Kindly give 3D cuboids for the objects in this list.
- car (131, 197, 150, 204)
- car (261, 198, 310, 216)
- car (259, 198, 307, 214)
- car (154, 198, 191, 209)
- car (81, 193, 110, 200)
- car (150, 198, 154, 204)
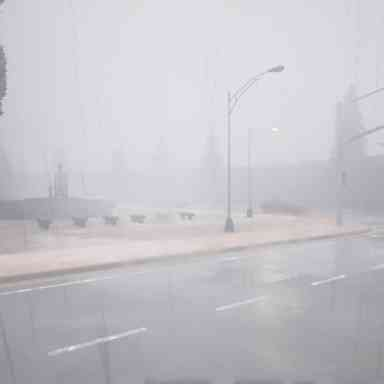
[{"bbox_3d":[-9.106,1.564,61.192,4.181,1.385,1.994,0,0,22],"label":"car"},{"bbox_3d":[9.038,1.503,32.301,1.837,1.490,4.892,0,0,-36],"label":"car"},{"bbox_3d":[9.978,1.478,36.914,1.882,1.535,5.008,0,0,-37],"label":"car"},{"bbox_3d":[-2.495,1.601,45.396,4.718,1.301,1.895,0,0,37],"label":"car"},{"bbox_3d":[-18.646,1.221,63.939,5.566,2.045,2.150,0,0,10],"label":"car"},{"bbox_3d":[-3.493,1.601,50.469,4.718,1.301,1.895,0,0,32],"label":"car"}]
